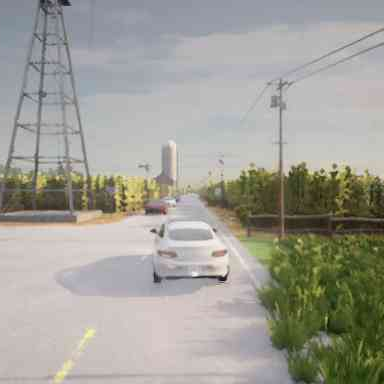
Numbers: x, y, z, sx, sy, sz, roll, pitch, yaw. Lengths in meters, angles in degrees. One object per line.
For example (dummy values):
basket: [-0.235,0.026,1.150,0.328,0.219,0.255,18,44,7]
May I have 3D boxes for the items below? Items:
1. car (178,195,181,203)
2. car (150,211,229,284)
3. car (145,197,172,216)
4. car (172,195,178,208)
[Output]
car: [-3.199,1.332,64.696,1.837,1.490,4.892,0,0,0]
car: [-0.197,1.493,9.459,1.812,1.442,4.674,0,0,-6]
car: [-3.292,1.388,31.553,1.882,1.535,5.008,0,0,0]
car: [-3.279,1.394,46.714,1.812,1.442,4.674,0,0,0]
